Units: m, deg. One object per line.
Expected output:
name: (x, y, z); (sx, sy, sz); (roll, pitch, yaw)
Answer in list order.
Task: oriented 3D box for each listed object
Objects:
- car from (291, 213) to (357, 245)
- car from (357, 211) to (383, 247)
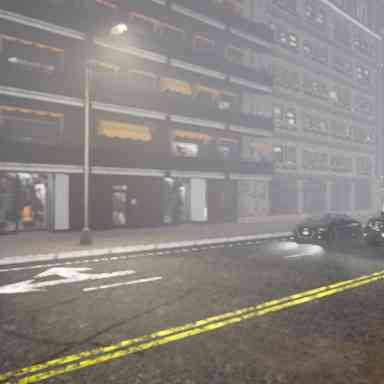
car: (6.976, 1.773, 16.951); (4.181, 1.385, 1.994); (1, -1, -37)
car: (10.118, 1.446, 15.243); (5.566, 2.045, 2.150); (1, -1, -37)
